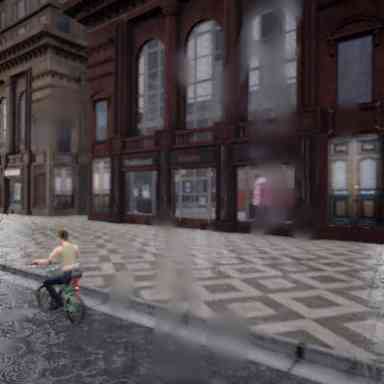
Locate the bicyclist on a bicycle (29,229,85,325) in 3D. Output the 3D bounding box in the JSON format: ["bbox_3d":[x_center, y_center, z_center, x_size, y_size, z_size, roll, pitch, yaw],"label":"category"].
[{"bbox_3d":[-2.381,1.472,5.980,1.509,1.612,0.866,0,-1,37],"label":"bicyclist on a bicycle"}]
